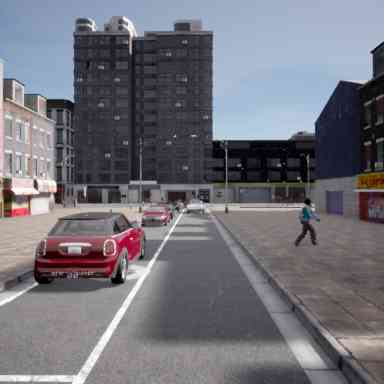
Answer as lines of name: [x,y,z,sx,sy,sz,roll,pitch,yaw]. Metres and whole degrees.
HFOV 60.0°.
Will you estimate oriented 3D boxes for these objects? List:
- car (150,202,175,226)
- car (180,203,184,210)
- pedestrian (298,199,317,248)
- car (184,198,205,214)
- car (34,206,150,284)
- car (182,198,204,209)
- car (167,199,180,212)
car: [-2.428,1.579,23.125,1.802,1.307,4.206,0,0,1]
car: [-2.276,1.561,39.481,1.947,1.339,4.313,0,0,1]
pedestrian: [4.331,1.142,12.473,0.375,1.860,0.375,0,0,1]
car: [0.415,1.596,36.094,1.895,1.301,4.718,0,0,1]
car: [-2.663,1.350,9.735,2.097,1.767,4.553,0,0,1]
car: [0.085,1.543,46.396,2.033,1.411,5.357,0,0,-10]
car: [-2.377,1.562,28.577,1.947,1.339,4.313,0,0,1]
